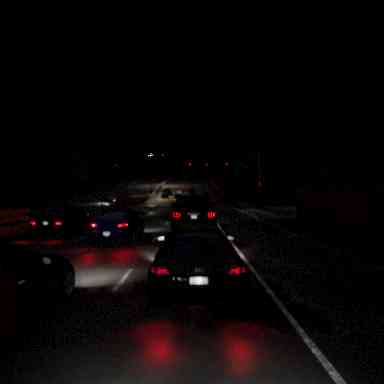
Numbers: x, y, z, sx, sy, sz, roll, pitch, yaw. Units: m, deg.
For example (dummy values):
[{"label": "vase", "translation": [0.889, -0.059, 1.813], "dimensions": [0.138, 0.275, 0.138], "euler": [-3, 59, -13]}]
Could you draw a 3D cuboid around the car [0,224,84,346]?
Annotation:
[{"label": "car", "translation": [-3.406, 1.515, 5.226], "dimensions": [1.812, 1.442, 4.674], "euler": [0, 0, 0]}]

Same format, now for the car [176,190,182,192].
[{"label": "car", "translation": [-3.661, 0.900, 87.434], "dimensions": [1.812, 1.442, 4.674], "euler": [0, 3, 0]}]

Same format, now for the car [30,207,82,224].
[{"label": "car", "translation": [-6.902, 1.512, 18.072], "dimensions": [2.033, 1.411, 5.357], "euler": [0, 0, -1]}]

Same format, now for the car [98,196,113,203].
[{"label": "car", "translation": [-17.544, 1.464, 67.390], "dimensions": [1.895, 1.301, 4.718], "euler": [0, 0, 0]}]

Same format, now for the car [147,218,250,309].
[{"label": "car", "translation": [0.101, 1.548, 7.935], "dimensions": [1.994, 1.385, 4.181], "euler": [0, 0, -1]}]

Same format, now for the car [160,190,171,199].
[{"label": "car", "translation": [-7.161, 0.900, 87.413], "dimensions": [1.812, 1.442, 4.674], "euler": [0, 3, 0]}]

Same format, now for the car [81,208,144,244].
[{"label": "car", "translation": [-3.410, 1.495, 15.621], "dimensions": [1.812, 1.442, 4.674], "euler": [0, 0, 0]}]

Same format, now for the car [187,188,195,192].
[{"label": "car", "translation": [-0.158, 0.624, 87.052], "dimensions": [2.150, 2.045, 5.566], "euler": [0, 3, 0]}]

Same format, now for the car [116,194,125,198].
[{"label": "car", "translation": [-17.633, 1.198, 82.906], "dimensions": [1.895, 1.301, 4.718], "euler": [0, 2, 0]}]

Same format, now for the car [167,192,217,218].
[{"label": "car", "translation": [0.089, 1.187, 17.338], "dimensions": [2.150, 2.045, 5.566], "euler": [0, 0, 0]}]
